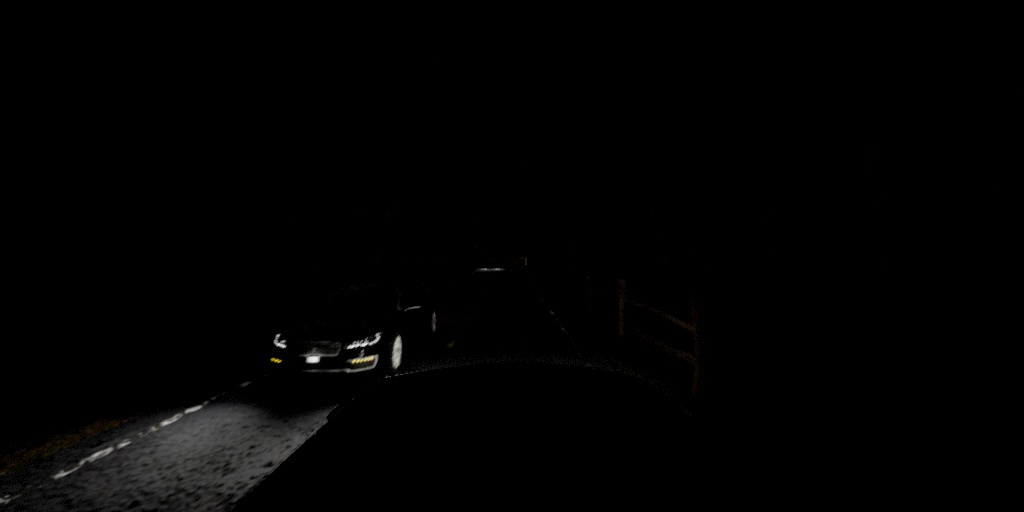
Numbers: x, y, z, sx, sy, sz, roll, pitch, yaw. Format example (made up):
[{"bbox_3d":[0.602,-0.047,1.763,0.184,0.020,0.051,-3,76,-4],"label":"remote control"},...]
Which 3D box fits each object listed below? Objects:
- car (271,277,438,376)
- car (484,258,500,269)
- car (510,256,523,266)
[{"bbox_3d":[-2.844,1.233,7.574,1.837,1.490,4.892,0,0,0],"label":"car"},{"bbox_3d":[-2.841,1.048,50.673,1.812,1.442,4.674,0,0,0],"label":"car"},{"bbox_3d":[0.943,0.937,61.536,1.882,1.535,5.008,0,0,0],"label":"car"}]
